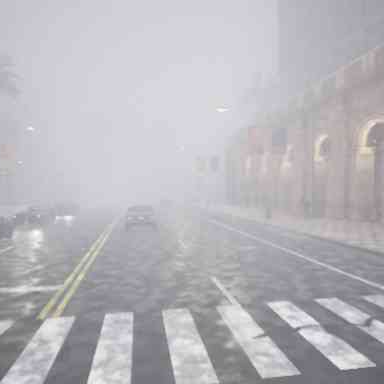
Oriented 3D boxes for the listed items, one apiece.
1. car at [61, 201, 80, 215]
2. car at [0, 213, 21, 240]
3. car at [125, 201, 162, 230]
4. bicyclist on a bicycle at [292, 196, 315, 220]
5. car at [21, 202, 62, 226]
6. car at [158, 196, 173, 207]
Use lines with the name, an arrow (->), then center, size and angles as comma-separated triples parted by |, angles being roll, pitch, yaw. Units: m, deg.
car -> -12.478, 1.569, 33.274 | 1.994, 1.385, 4.181 | -1, 0, -9
car -> -9.498, 1.622, 14.777 | 1.994, 1.385, 4.181 | -1, 0, -9
car -> -3.219, 1.485, 20.861 | 2.033, 1.411, 5.357 | -1, 0, -9
bicyclist on a bicycle -> 7.465, 1.080, 22.222 | 1.656, 1.620, 0.582 | -1, 0, -9
car -> -10.938, 1.634, 23.468 | 1.895, 1.301, 4.718 | -1, 0, -9
car -> -3.621, 1.341, 45.685 | 1.812, 1.442, 4.674 | -1, 0, -9
